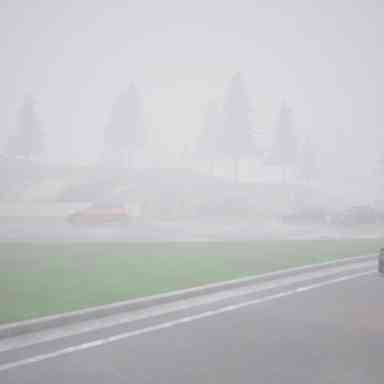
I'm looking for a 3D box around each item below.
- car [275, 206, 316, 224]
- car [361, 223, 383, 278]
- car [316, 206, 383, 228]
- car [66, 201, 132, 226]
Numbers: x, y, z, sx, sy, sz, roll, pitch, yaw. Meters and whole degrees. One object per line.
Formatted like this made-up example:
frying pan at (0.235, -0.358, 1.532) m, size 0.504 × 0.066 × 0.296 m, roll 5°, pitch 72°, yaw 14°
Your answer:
car at (9.579, 1.856, 27.581) m, size 5.357 × 1.411 × 2.033 m, roll 1°, pitch 0°, yaw -21°
car at (6.628, 1.621, 8.300) m, size 4.902 × 1.511 × 2.128 m, roll 1°, pitch -1°, yaw -33°
car at (12.149, 1.804, 24.850) m, size 4.902 × 1.511 × 2.128 m, roll 1°, pitch 0°, yaw -21°
car at (-6.719, 1.474, 24.241) m, size 4.553 × 1.767 × 2.097 m, roll 1°, pitch 0°, yaw -7°
